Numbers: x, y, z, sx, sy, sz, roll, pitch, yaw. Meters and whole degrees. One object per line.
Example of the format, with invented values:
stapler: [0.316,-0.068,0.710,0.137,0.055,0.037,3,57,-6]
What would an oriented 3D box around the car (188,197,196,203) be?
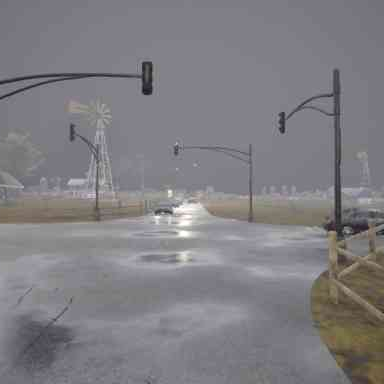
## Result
car: [-0.035,1.859,79.154,1.812,1.442,4.674,0,0,0]

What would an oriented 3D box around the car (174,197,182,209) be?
car: [-2.873,1.702,48.658,1.994,1.385,4.181,0,0,0]

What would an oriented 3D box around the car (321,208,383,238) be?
car: [9.322,1.627,17.268,4.892,1.490,1.837,1,0,10]

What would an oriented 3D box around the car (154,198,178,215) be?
car: [-2.842,1.622,34.621,2.033,1.411,5.357,0,0,-1]

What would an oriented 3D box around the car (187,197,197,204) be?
car: [0.062,1.788,69.141,1.812,1.442,4.674,0,0,0]
